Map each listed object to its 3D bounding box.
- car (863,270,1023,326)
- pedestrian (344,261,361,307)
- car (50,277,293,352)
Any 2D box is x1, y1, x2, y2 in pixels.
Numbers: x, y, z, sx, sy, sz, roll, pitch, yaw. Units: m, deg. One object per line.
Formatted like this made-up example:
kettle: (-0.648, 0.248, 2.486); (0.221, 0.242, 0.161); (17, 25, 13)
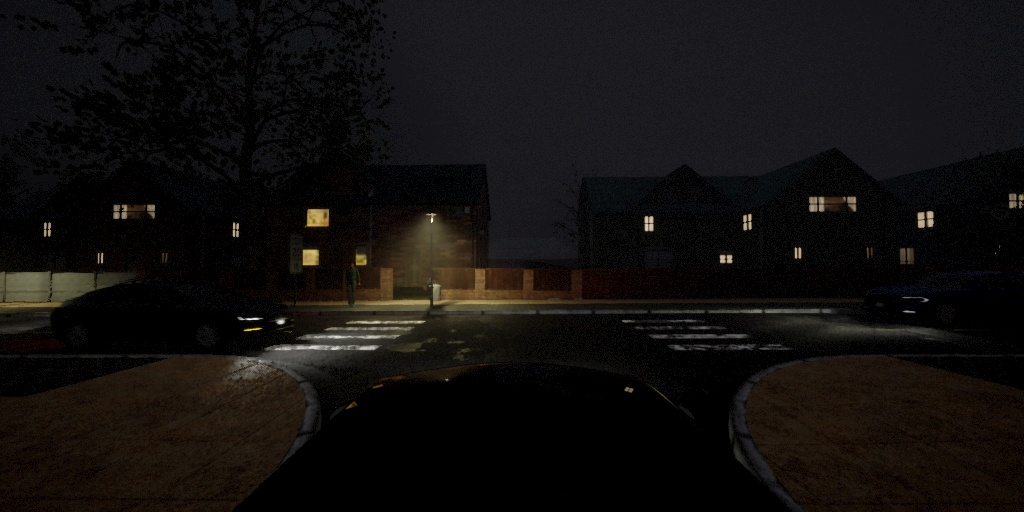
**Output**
car: (13.704, 1.193, 10.861); (5.008, 1.535, 1.882); (0, -1, 2)
pedestrian: (-6.447, 1.113, 14.410); (0.375, 1.860, 0.375); (0, -1, 2)
car: (-7.914, 1.340, 8.585); (4.892, 1.490, 1.837); (-1, -1, 2)
